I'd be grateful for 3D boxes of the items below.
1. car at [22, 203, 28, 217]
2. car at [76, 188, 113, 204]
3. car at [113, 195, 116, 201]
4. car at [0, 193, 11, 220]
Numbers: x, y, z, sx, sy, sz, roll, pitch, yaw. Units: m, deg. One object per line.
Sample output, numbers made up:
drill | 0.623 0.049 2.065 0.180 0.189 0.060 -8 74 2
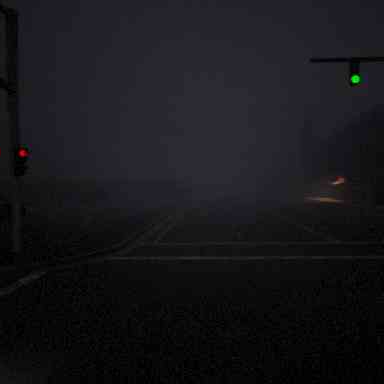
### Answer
car | -13.500 0.878 22.642 3.866 1.878 1.905 -1 1 3
car | -12.558 0.480 42.239 3.866 1.878 1.905 -1 1 3
car | -12.400 0.661 45.134 3.806 1.475 1.970 -1 1 3
car | -13.698 0.935 19.754 4.605 1.855 1.932 -1 1 3
